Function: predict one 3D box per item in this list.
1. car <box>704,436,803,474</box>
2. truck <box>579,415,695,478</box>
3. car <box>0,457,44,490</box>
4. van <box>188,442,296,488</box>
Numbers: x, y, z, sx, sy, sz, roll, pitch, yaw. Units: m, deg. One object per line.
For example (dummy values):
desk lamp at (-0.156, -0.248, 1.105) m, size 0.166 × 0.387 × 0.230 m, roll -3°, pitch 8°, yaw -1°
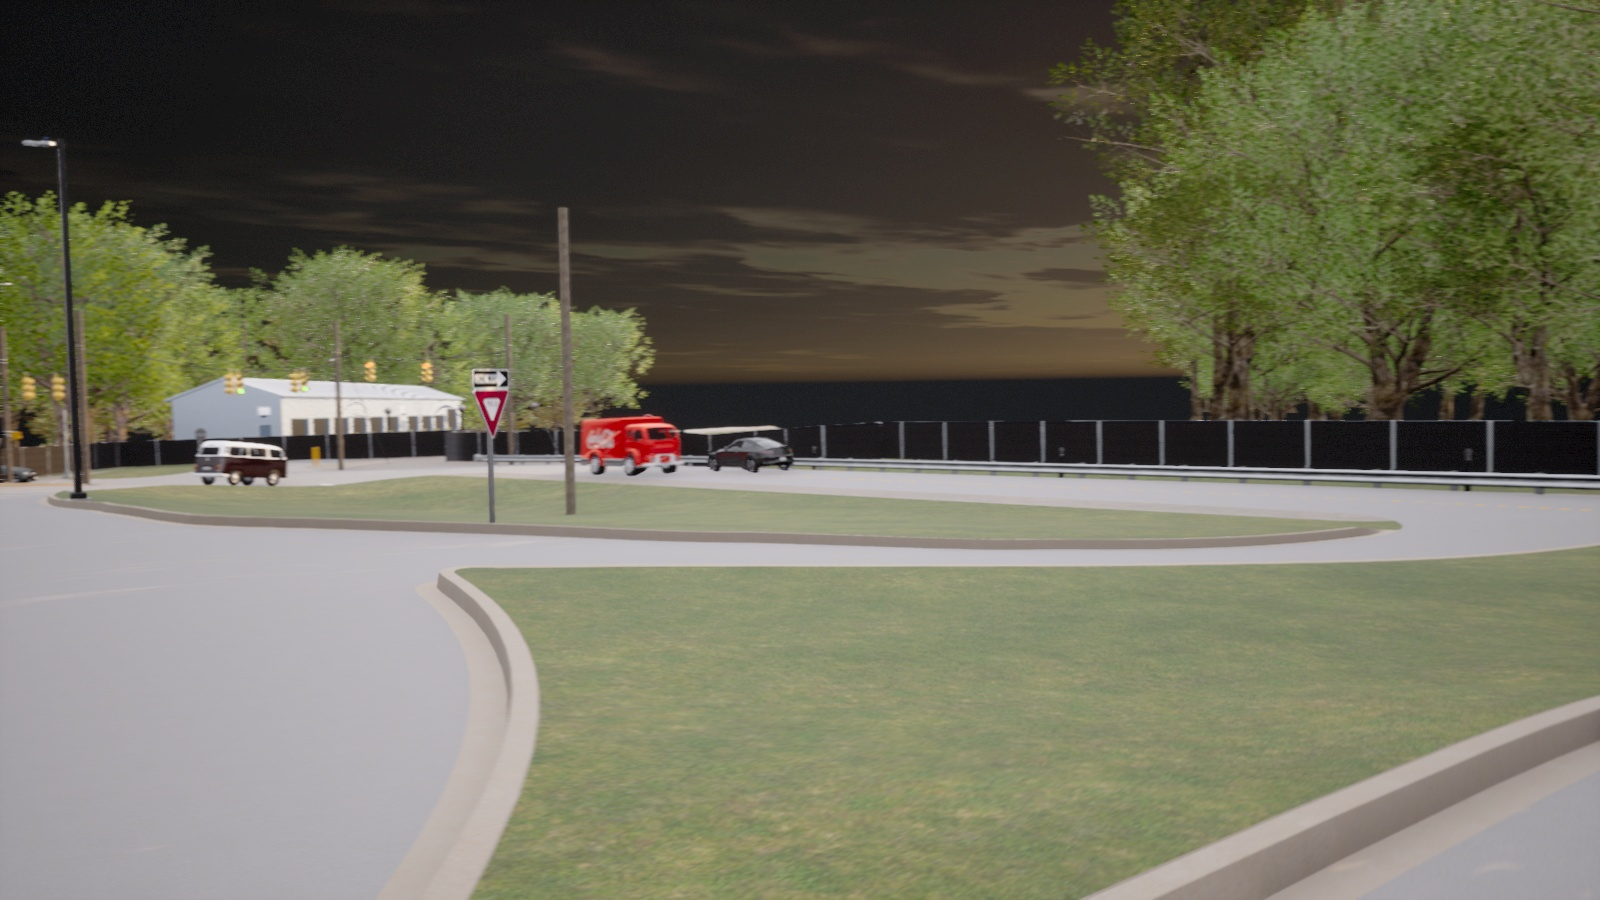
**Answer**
car at (-2.018, 0.184, 53.377) m, size 1.812 × 1.442 × 4.674 m, roll -4°, pitch 2°, yaw -37°
truck at (-7.091, -0.166, 54.231) m, size 2.627 × 2.467 × 5.204 m, roll -4°, pitch 2°, yaw -38°
car at (-44.596, 1.306, 68.803) m, size 5.027 × 1.651 × 2.152 m, roll -1°, pitch 3°, yaw -20°
van at (-26.211, 0.751, 59.148) m, size 2.069 × 2.038 × 4.480 m, roll 0°, pitch -2°, yaw 19°
